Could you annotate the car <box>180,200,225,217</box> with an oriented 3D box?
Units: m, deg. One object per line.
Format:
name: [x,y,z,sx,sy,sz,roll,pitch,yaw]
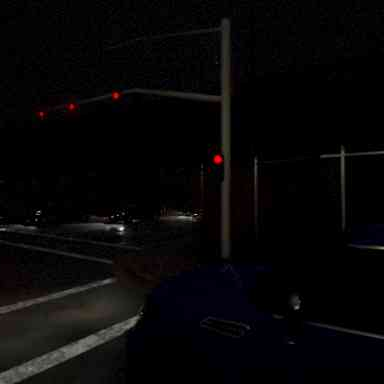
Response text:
car: [1.212,1.619,34.229,2.033,1.411,5.357,0,0,35]

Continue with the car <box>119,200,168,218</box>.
car: [-4.599,1.579,32.090,1.837,1.490,4.892,0,0,36]

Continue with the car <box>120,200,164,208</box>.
car: [-4.430,1.576,26.283,1.837,1.490,4.892,0,0,35]

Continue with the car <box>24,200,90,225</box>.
car: [-9.945,1.426,24.683,2.097,1.767,4.553,0,0,37]

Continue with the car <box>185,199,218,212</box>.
car: [1.181,1.638,40.220,1.994,1.385,4.181,0,0,35]

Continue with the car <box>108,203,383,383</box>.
car: [1.971,1.221,2.586,5.566,2.045,2.150,0,0,35]
